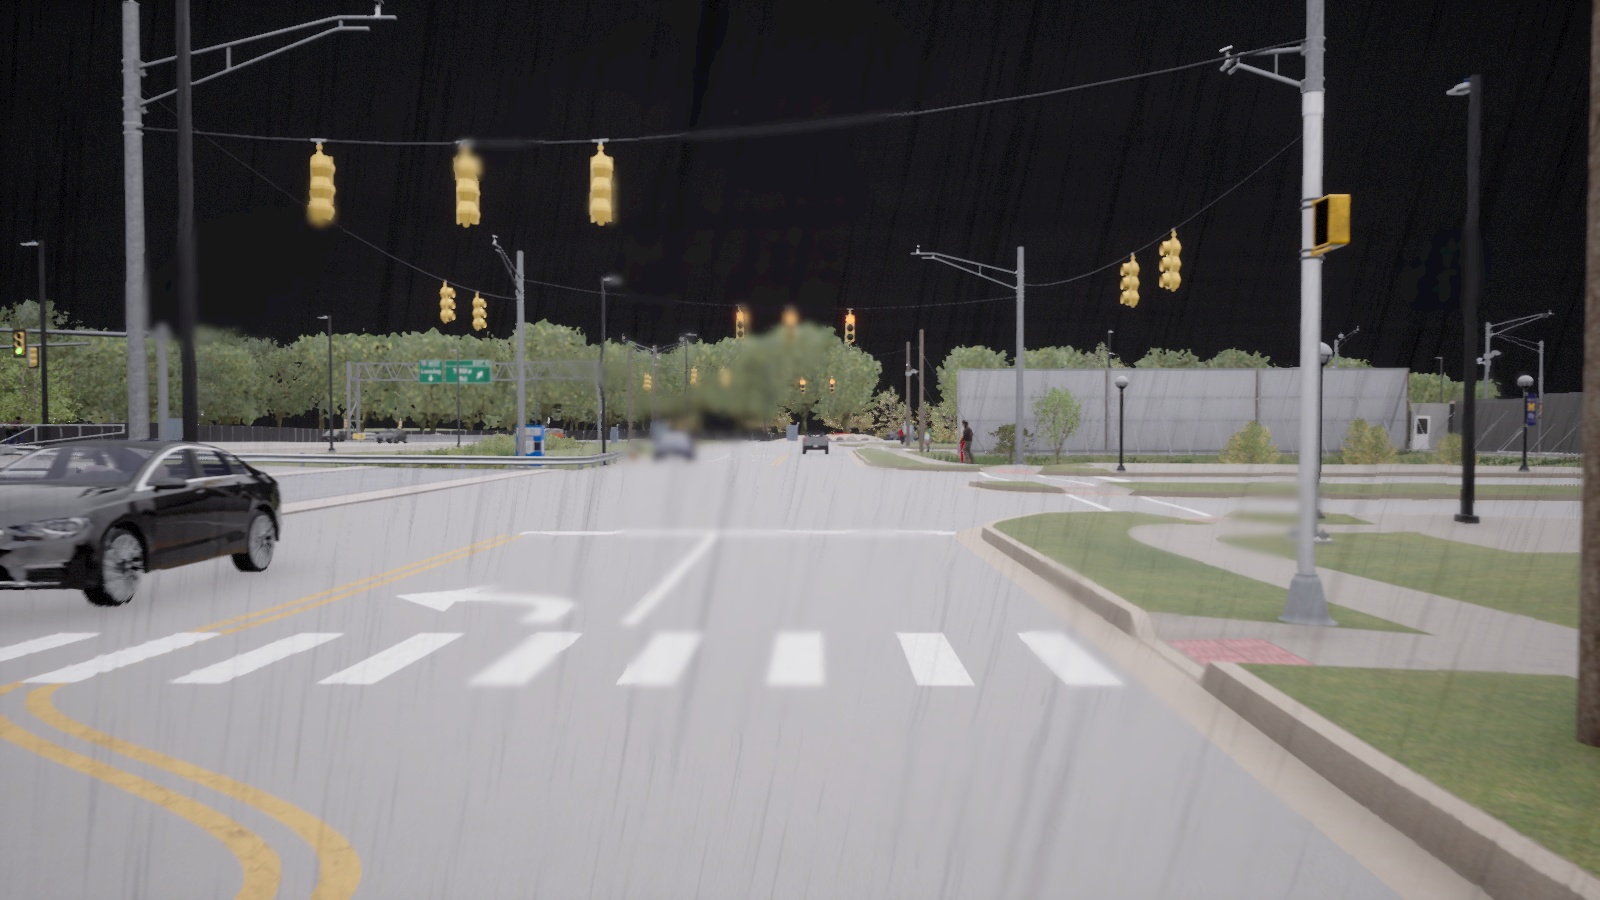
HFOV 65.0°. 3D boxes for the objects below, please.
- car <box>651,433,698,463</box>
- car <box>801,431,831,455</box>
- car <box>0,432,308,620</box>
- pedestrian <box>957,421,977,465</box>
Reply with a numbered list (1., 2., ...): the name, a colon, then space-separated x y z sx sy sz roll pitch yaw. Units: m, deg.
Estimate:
1. car: -6.312 -0.150 63.734 1.812 1.442 4.674 0 1 1
2. car: 1.024 -0.479 80.131 1.845 1.501 3.633 0 1 1
3. car: -6.951 0.594 12.575 2.128 1.511 4.902 0 0 0
4. pedestrian: 6.992 -0.307 52.463 0.703 1.840 0.431 1 2 32
